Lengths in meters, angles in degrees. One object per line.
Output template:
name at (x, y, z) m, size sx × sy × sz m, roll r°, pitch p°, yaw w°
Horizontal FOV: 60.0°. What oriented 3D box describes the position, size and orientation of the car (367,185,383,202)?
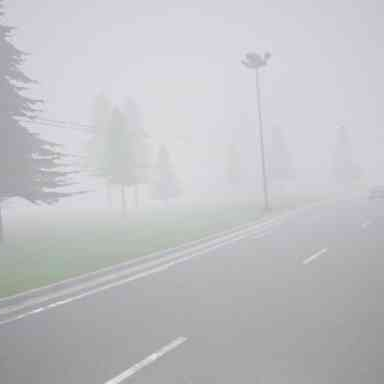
car at (17.406, 0.052, 30.388) m, size 2.033 × 1.411 × 5.357 m, roll -4°, pitch 0°, yaw 39°
